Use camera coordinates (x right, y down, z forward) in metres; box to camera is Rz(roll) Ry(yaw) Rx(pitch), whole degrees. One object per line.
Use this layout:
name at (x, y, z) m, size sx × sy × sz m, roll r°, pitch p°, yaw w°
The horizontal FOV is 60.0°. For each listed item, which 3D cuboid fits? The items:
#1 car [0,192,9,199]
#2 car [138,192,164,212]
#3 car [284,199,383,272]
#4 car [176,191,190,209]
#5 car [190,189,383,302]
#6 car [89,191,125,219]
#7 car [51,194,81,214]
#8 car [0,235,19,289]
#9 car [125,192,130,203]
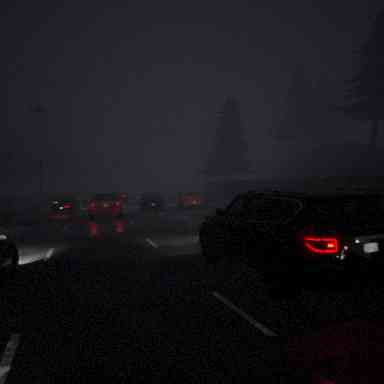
car at (-22.798, 0.752, 38.003) m, size 2.097 × 1.767 × 4.553 m, roll -1°, pitch 2°, yaw -6°
car at (-3.508, 0.763, 28.143) m, size 1.882 × 1.535 × 5.008 m, roll -2°, pitch 2°, yaw -11°
car at (5.090, 1.108, 9.817) m, size 2.128 × 1.511 × 4.902 m, roll -2°, pitch 2°, yaw -20°
car at (-0.281, 0.651, 29.903) m, size 1.882 × 1.535 × 5.008 m, roll -2°, pitch 2°, yaw -11°
car at (2.004, 0.950, 7.953) m, size 2.150 × 2.045 × 5.566 m, roll -2°, pitch 2°, yaw -20°
car at (-6.057, 0.818, 23.399) m, size 2.097 × 1.767 × 4.553 m, roll -2°, pitch 2°, yaw -14°
car at (-10.643, 0.930, 28.260) m, size 1.837 × 1.490 × 4.892 m, roll -2°, pitch 2°, yaw -11°
car at (-5.028, 1.460, 7.015) m, size 1.994 × 1.385 × 4.181 m, roll -2°, pitch 2°, yaw -19°
car at (-8.836, 0.568, 40.903) m, size 1.812 × 1.442 × 4.674 m, roll -1°, pitch 2°, yaw -6°
